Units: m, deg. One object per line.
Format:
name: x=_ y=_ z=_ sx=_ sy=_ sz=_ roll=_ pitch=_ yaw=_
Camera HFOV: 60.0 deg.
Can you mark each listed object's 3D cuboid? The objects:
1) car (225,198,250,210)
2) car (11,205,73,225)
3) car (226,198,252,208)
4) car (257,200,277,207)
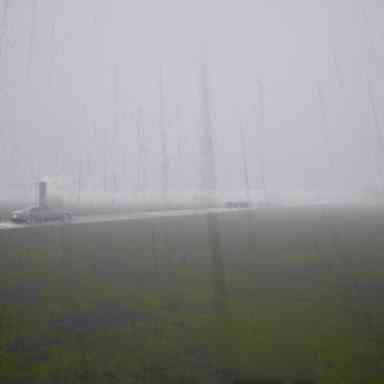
car: x=6.728 y=1.757 z=48.537 sx=1.882 sy=1.535 sz=5.008 roll=0 pitch=-1 yaw=37
car: x=-11.048 y=1.639 z=24.715 sx=1.994 sy=1.385 sz=4.181 roll=0 pitch=-1 yaw=37
car: x=7.751 y=1.814 z=54.598 sx=2.128 sy=1.511 sz=4.902 roll=0 pitch=0 yaw=37
car: x=12.960 y=1.941 z=56.993 sx=1.895 sy=1.301 sz=4.718 roll=0 pitch=0 yaw=37
